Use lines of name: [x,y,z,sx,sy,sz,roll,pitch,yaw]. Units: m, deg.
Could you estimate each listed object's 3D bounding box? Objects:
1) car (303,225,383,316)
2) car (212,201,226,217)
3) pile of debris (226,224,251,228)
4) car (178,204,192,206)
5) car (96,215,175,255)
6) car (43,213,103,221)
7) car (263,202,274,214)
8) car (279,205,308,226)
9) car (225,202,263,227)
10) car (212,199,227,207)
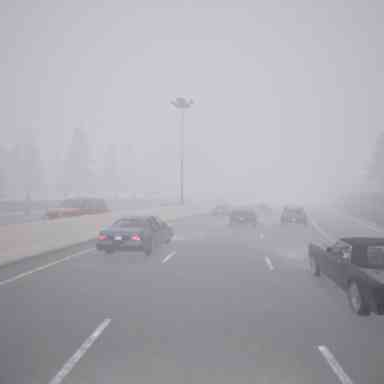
car: [4.096,1.683,7.550,1.895,1.301,4.718,0,-1,5]
car: [3.487,1.894,35.434,1.994,1.385,4.181,0,-1,17]
pile of debris: [3.338,2.398,23.520,1.500,0.140,1.860,0,-1,16]
car: [-0.904,2.036,57.107,1.812,1.442,4.674,0,-1,18]
car: [-2.137,1.667,13.966,2.033,1.411,5.357,0,-1,9]
car: [-7.725,1.401,22.609,2.150,2.045,5.566,0,-1,14]
car: [8.829,1.921,40.843,1.812,1.442,4.674,0,-1,17]
car: [7.705,1.744,25.278,2.128,1.511,4.902,0,-1,16]
car: [4.055,1.713,25.204,1.882,1.535,5.008,0,-1,15]
car: [5.559,2.108,65.851,1.882,1.535,5.008,0,-1,17]
